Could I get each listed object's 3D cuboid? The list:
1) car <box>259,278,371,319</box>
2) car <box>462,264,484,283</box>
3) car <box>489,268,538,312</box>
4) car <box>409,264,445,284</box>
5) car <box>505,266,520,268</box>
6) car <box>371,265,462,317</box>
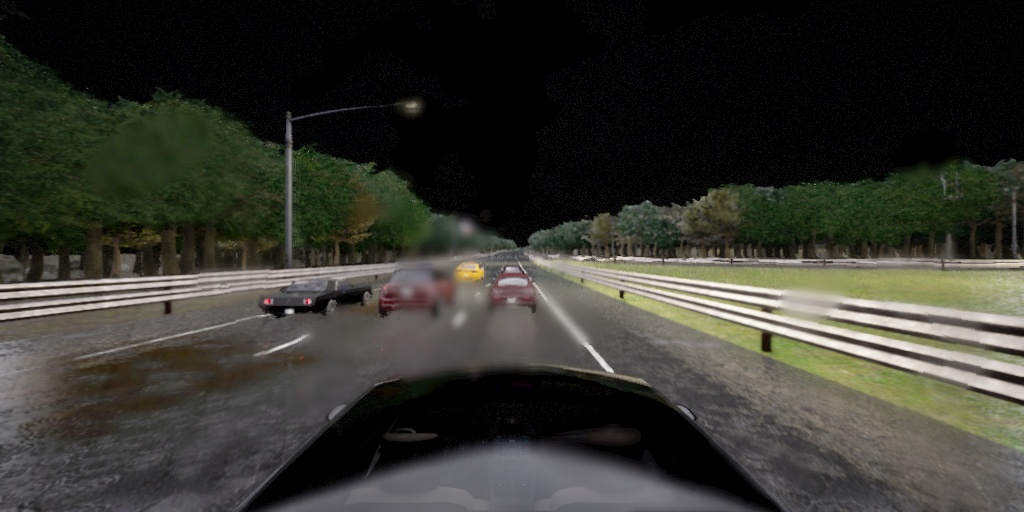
[{"bbox_3d":[-6.956,1.470,13.470,1.895,1.301,4.718,0,0,0],"label":"car"},{"bbox_3d":[-3.440,1.399,30.217,1.882,1.535,5.008,0,0,0],"label":"car"},{"bbox_3d":[0.055,1.404,14.773,1.812,1.442,4.674,0,0,0],"label":"car"},{"bbox_3d":[-6.944,1.446,29.810,1.812,1.442,4.674,0,0,0],"label":"car"},{"bbox_3d":[0.051,1.485,29.139,1.994,1.385,4.181,0,0,0],"label":"car"},{"bbox_3d":[-3.452,1.225,13.995,2.097,1.767,4.553,0,0,0],"label":"car"}]
